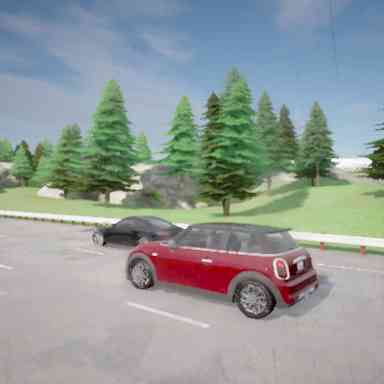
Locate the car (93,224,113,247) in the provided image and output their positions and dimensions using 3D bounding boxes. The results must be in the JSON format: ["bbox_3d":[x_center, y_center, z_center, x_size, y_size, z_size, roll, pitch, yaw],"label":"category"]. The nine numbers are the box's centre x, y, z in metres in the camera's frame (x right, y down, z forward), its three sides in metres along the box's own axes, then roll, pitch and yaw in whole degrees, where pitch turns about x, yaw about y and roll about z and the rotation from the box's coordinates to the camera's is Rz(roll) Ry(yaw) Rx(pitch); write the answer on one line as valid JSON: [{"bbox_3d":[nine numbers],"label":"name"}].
[{"bbox_3d":[-2.368,1.752,14.555,4.674,1.442,1.812,0,-1,37],"label":"car"}]

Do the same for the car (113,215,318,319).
[{"bbox_3d":[0.484,1.497,7.957,4.553,1.767,2.097,0,-1,38],"label":"car"}]
